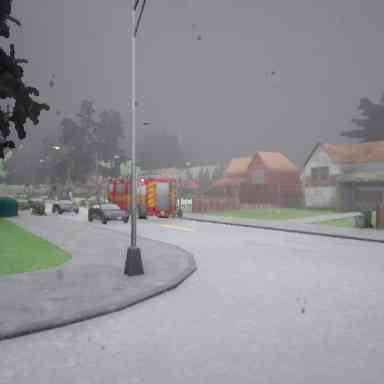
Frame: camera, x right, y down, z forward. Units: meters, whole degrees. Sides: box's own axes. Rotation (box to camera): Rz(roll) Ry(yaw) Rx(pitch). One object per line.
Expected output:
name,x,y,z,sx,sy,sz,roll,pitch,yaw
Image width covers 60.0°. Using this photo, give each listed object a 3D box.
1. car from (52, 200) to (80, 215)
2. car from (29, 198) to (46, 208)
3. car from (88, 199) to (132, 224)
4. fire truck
car,-13.069,1.526,34.219,1.812,1.442,4.674,0,0,-36
car,-21.674,1.525,46.402,1.812,1.442,4.674,0,0,-35
car,-6.344,1.526,24.792,1.812,1.442,4.674,0,0,-36
fire truck,-4.684,0.342,29.512,2.891,3.827,8.468,0,0,-35
